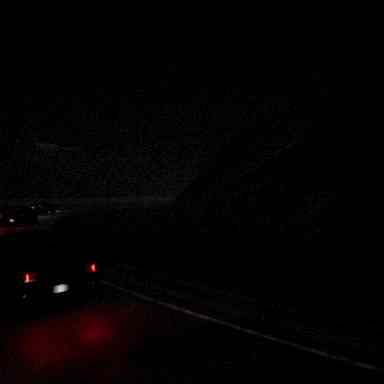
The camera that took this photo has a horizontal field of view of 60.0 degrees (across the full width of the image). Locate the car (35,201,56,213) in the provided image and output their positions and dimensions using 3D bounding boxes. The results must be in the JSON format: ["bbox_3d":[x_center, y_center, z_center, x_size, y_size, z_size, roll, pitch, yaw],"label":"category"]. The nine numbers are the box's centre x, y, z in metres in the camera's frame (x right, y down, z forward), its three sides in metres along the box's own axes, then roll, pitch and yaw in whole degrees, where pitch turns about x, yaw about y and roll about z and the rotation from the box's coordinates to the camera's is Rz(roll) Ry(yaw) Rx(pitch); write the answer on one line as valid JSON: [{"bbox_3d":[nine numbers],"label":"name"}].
[{"bbox_3d":[-17.632,1.745,39.040,1.994,1.385,4.181,0,0,4],"label":"car"}]

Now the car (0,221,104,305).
[{"bbox_3d":[-4.113,1.640,8.282,1.895,1.301,4.718,0,0,-42],"label":"car"}]

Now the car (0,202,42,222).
[{"bbox_3d":[-13.193,1.715,25.501,1.895,1.301,4.718,0,0,-15],"label":"car"}]
